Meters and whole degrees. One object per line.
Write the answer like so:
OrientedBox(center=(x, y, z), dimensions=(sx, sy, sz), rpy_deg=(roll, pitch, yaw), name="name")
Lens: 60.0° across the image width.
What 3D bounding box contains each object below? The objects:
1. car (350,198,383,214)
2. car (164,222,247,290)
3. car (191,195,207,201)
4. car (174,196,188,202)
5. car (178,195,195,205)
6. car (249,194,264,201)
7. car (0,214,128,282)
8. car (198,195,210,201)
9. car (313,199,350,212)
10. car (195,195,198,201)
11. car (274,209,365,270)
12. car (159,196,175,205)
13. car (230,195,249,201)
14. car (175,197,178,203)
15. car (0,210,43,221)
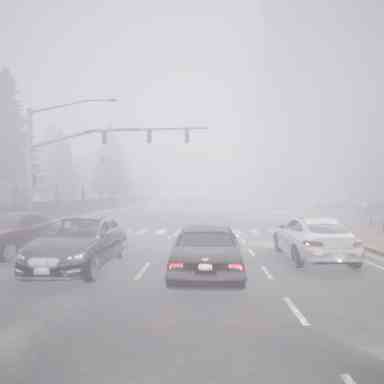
OrientedBox(center=(20.166, 1.419, 35.950), dimensions=(4.553, 1.767, 2.097), rpy_deg=(0, 0, 2), name="car")
OrientedBox(center=(0.392, 1.550, 9.177), dimensions=(2.033, 1.411, 5.357), rpy_deg=(0, 0, 3), name="car")
OrientedBox(center=(1.930, 1.504, 86.914), dimensions=(1.882, 1.535, 5.008), rpy_deg=(0, 0, 32), name="car")
OrientedBox(center=(-2.565, 1.618, 77.381), dimensions=(1.895, 1.301, 4.718), rpy_deg=(0, 0, 14), name="car")
OrientedBox(center=(-1.031, 1.496, 61.561), dimensions=(1.882, 1.535, 5.008), rpy_deg=(0, 0, 3), name="car")
OrientedBox(center=(17.018, 1.567, 87.763), dimensions=(5.357, 1.411, 2.033), rpy_deg=(0, 0, -35), name="car")
OrientedBox(center=(-3.240, 1.494, 9.840), dimensions=(2.128, 1.511, 4.902), rpy_deg=(0, 0, 2), name="car")
OrientedBox(center=(2.785, 1.620, 81.414), dimensions=(1.895, 1.301, 4.718), rpy_deg=(0, 0, 23), name="car")
OrientedBox(center=(17.002, 1.559, 39.571), dimensions=(4.902, 1.511, 2.128), rpy_deg=(0, 0, 3), name="car")
OrientedBox(center=(-0.303, 1.522, 71.666), dimensions=(1.837, 1.490, 4.892), rpy_deg=(0, 0, 5), name="car")
OrientedBox(center=(3.986, 1.529, 11.010), dimensions=(1.812, 1.442, 4.674), rpy_deg=(0, 0, 3), name="car")
OrientedBox(center=(-4.657, 1.618, 58.789), dimensions=(1.895, 1.301, 4.718), rpy_deg=(0, 0, 3), name="car")
OrientedBox(center=(12.005, 1.552, 88.128), dimensions=(4.902, 1.511, 2.128), rpy_deg=(0, 0, -44), name="car")
OrientedBox(center=(-4.194, 1.584, 67.587), dimensions=(1.994, 1.385, 4.181), rpy_deg=(0, 0, 4), name="car")
OrientedBox(center=(-6.642, 1.481, 12.250), dimensions=(1.882, 1.535, 5.008), rpy_deg=(0, 0, 2), name="car")
